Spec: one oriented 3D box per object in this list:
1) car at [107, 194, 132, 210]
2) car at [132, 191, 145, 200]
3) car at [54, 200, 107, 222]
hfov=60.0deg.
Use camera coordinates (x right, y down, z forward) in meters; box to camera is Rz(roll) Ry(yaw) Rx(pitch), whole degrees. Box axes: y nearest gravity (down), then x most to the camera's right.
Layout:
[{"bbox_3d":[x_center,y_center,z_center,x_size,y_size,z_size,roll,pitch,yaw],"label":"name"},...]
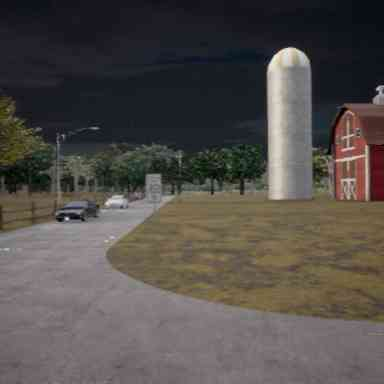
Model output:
[{"bbox_3d":[-8.238,1.125,36.876,1.812,1.442,4.674,-1,0,-1],"label":"car"},{"bbox_3d":[-8.478,0.695,52.434,1.837,1.490,4.892,-1,0,-1],"label":"car"},{"bbox_3d":[-7.966,1.282,23.737,2.033,1.411,5.357,-1,1,-1],"label":"car"}]
